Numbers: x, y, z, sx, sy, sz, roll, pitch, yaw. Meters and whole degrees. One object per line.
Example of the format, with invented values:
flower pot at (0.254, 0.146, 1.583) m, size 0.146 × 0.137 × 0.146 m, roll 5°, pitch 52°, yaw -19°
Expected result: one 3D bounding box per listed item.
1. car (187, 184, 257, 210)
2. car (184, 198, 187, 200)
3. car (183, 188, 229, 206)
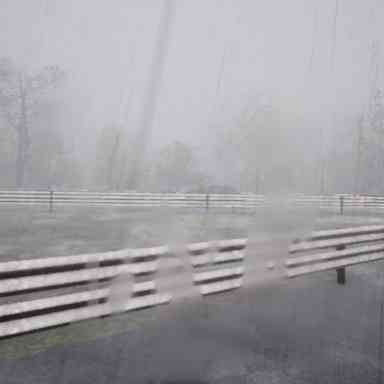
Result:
car at (2.739, 0.409, 28.673) m, size 5.566 × 2.045 × 2.150 m, roll 1°, pitch 0°, yaw -10°
car at (2.157, 0.391, 32.124) m, size 5.566 × 2.045 × 2.150 m, roll 1°, pitch 0°, yaw -10°
car at (1.484, 0.517, 35.558) m, size 4.553 × 1.767 × 2.097 m, roll 1°, pitch 0°, yaw -10°
